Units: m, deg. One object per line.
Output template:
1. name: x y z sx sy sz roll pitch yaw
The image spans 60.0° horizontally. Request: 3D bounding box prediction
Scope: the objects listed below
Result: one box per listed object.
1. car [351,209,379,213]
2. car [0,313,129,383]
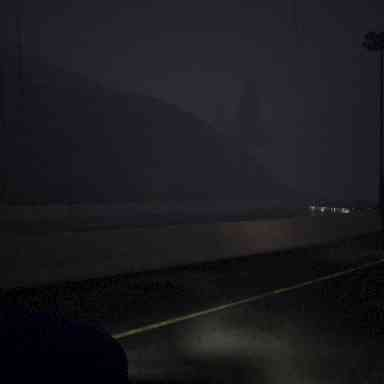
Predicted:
1. car: 17.613 1.572 33.388 1.812 1.442 4.674 0 0 44
2. car: -2.785 1.482 1.853 5.008 1.535 1.882 0 0 -35
